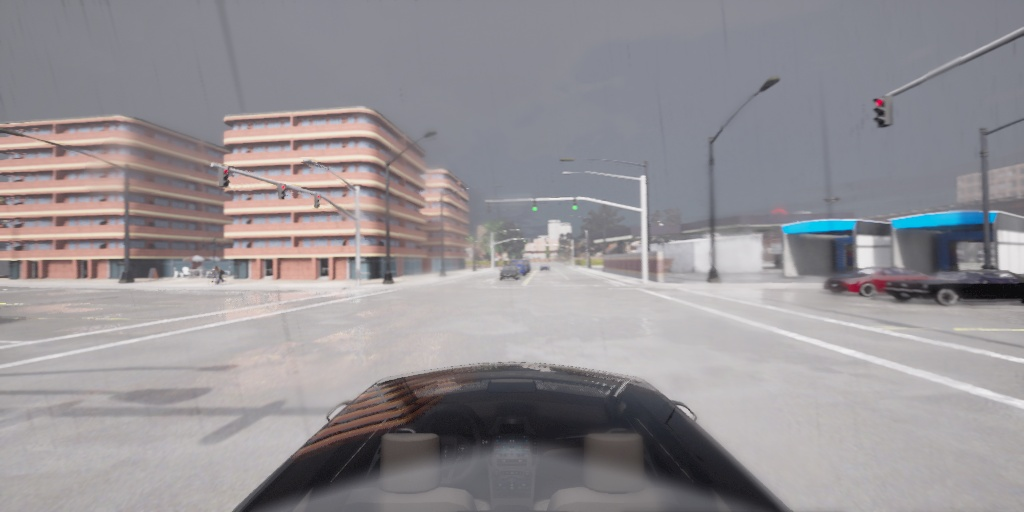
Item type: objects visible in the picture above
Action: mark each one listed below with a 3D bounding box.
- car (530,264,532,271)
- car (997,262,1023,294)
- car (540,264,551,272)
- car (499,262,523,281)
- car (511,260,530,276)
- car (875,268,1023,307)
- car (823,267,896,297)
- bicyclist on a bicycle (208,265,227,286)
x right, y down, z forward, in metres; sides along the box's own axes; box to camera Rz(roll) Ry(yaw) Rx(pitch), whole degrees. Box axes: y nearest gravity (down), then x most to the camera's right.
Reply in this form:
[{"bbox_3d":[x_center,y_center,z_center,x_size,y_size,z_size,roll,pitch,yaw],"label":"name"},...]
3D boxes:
[{"bbox_3d":[1.733,1.655,56.868,2.150,2.045,5.566,-1,-1,5],"label":"car"},{"bbox_3d":[26.757,1.034,17.010,4.892,1.490,1.837,-1,-1,0],"label":"car"},{"bbox_3d":[5.835,2.052,63.265,1.895,1.301,4.718,-1,-1,5],"label":"car"},{"bbox_3d":[-0.169,1.711,36.912,1.837,1.490,4.892,-1,-1,5],"label":"car"},{"bbox_3d":[0.761,1.538,46.665,2.150,2.045,5.566,-1,-1,6],"label":"car"},{"bbox_3d":[17.898,1.232,14.151,4.718,1.301,1.895,-1,-1,5],"label":"car"},{"bbox_3d":[18.039,1.238,17.680,4.181,1.385,1.994,-1,-1,6],"label":"car"},{"bbox_3d":[-23.570,1.559,28.732,0.582,1.620,1.656,0,0,6],"label":"bicyclist on a bicycle"}]
